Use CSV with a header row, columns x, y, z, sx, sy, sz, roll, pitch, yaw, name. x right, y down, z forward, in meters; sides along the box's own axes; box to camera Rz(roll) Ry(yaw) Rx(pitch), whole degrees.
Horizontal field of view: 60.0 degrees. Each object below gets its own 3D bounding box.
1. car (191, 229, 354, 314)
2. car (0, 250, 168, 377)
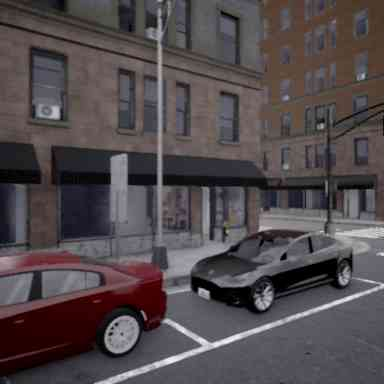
x,y,z,sx,sy,sz,roll,pitch,yaw,name
1.999,1.568,7.636,4.313,1.339,1.947,0,0,-36,car
-2.476,1.545,4.421,4.507,1.381,1.887,0,0,-36,car
